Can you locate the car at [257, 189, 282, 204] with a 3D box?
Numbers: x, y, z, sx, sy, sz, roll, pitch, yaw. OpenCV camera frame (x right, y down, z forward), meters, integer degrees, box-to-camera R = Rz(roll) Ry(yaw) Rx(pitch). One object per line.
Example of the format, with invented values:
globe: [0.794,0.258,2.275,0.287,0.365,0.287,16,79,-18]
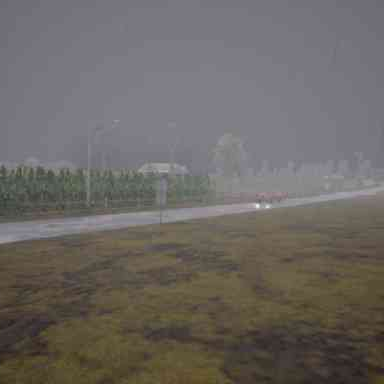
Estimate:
car: [12.020,0.655,51.275,2.150,2.045,5.566,3,3,36]
